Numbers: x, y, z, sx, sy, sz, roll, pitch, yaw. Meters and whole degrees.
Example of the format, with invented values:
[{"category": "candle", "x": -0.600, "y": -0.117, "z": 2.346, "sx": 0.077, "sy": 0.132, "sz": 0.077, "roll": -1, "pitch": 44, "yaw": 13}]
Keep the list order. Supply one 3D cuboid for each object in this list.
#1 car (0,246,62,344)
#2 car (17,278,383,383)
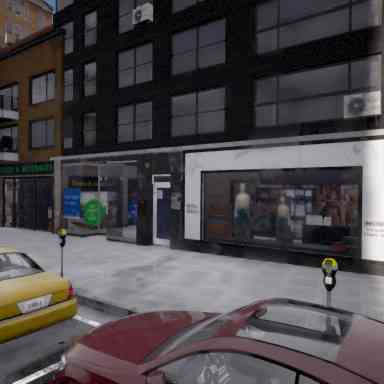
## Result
[{"category": "car", "x": -4.065, "y": 1.523, "z": 5.977, "sx": 4.829, "sy": 1.417, "sz": 1.752, "roll": 0, "pitch": 1, "yaw": 36}, {"category": "car", "x": 0.621, "y": 1.582, "z": 2.634, "sx": 4.206, "sy": 1.307, "sz": 1.802, "roll": 0, "pitch": 1, "yaw": 36}]
